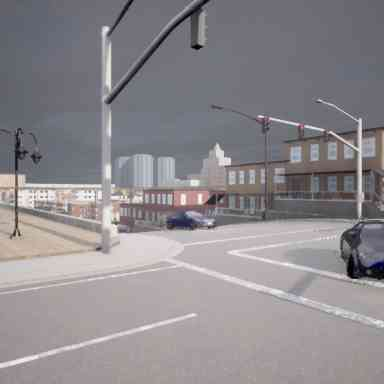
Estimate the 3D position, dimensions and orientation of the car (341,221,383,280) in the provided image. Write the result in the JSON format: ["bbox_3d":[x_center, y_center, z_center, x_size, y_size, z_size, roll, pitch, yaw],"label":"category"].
[{"bbox_3d":[5.433,1.545,9.403,1.994,1.385,4.181,0,0,19],"label":"car"}]

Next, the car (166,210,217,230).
[{"bbox_3d":[-0.188,2.041,24.390,1.812,1.442,4.674,0,-5,-36],"label":"car"}]

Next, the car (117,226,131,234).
[{"bbox_3d":[-7.976,4.304,34.969,1.994,1.385,4.181,0,-12,-36],"label":"car"}]
